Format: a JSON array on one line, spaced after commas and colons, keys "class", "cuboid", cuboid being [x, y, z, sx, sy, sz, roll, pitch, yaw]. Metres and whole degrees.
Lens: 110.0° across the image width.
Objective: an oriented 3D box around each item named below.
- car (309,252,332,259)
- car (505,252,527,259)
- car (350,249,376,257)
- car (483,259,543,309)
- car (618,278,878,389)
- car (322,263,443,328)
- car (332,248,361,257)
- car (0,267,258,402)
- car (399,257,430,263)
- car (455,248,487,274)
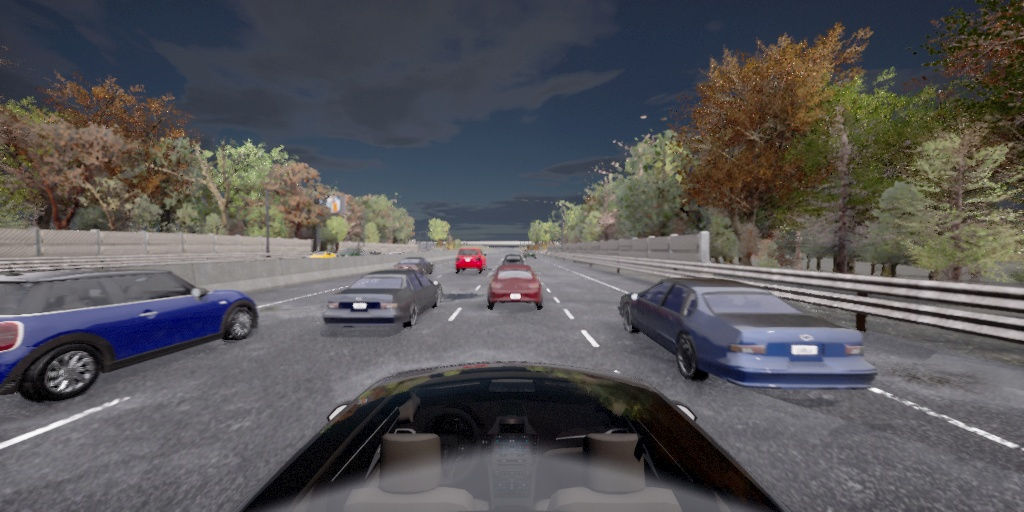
[{"class": "car", "cuboid": [-28.030, 0.121, 53.188, 1.882, 1.535, 5.008, 0, 1, 1]}, {"class": "car", "cuboid": [0.113, 0.618, 31.105, 1.837, 1.490, 4.892, 0, 1, 0]}, {"class": "car", "cuboid": [-21.050, 0.177, 51.832, 1.837, 1.490, 4.892, 0, 1, 0]}, {"class": "car", "cuboid": [0.105, 1.021, 13.301, 1.812, 1.442, 4.674, 0, 1, 0]}, {"class": "car", "cuboid": [3.612, 1.134, 6.861, 2.033, 1.411, 5.357, 0, 1, 1]}, {"class": "car", "cuboid": [-3.399, 1.104, 10.517, 2.033, 1.411, 5.357, 0, 1, 0]}, {"class": "car", "cuboid": [-24.526, -0.165, 54.500, 2.150, 2.045, 5.566, 0, 1, 1]}, {"class": "car", "cuboid": [-6.900, 0.999, 6.373, 2.097, 1.767, 4.553, 0, 1, 0]}, {"class": "car", "cuboid": [-6.890, 0.780, 25.498, 2.033, 1.411, 5.357, 0, 1, 0]}, {"class": "car", "cuboid": [-3.391, 0.352, 30.263, 2.150, 2.045, 5.566, 0, 1, 0]}]
